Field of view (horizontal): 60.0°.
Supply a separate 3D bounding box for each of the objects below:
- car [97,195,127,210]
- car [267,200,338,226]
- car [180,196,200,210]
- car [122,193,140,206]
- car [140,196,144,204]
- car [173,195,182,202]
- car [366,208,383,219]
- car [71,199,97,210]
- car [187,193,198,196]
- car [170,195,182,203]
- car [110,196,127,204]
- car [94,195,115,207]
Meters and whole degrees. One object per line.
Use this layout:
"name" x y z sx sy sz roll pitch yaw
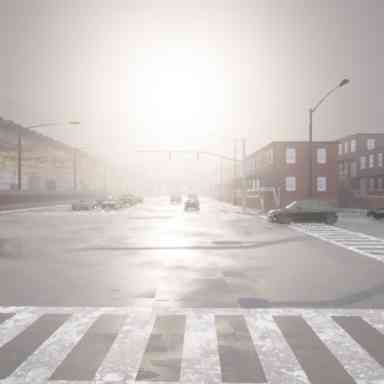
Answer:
"car" -10.534 1.547 44.189 2.033 1.411 5.357 0 0 0
"car" 7.531 1.351 22.990 4.553 1.767 2.097 0 0 -3
"car" -0.014 1.547 42.682 2.033 1.411 5.357 0 0 2
"car" -10.516 1.221 54.472 2.150 2.045 5.566 0 0 0
"car" -10.475 1.505 64.926 1.837 1.490 4.892 0 0 1
"car" -3.426 1.478 80.557 1.882 1.535 5.008 0 0 0
"car" 17.060 1.547 26.712 5.357 1.411 2.033 0 0 0
"car" -14.039 1.601 43.285 1.895 1.301 4.718 0 0 0
"car" 0.070 1.225 75.972 2.150 2.045 5.566 0 0 0
"car" -3.338 1.352 68.605 2.097 1.767 4.553 0 0 0
"car" -13.980 1.491 63.434 2.128 1.511 4.902 0 0 0
"car" -14.016 1.352 53.371 2.097 1.767 4.553 0 0 0
